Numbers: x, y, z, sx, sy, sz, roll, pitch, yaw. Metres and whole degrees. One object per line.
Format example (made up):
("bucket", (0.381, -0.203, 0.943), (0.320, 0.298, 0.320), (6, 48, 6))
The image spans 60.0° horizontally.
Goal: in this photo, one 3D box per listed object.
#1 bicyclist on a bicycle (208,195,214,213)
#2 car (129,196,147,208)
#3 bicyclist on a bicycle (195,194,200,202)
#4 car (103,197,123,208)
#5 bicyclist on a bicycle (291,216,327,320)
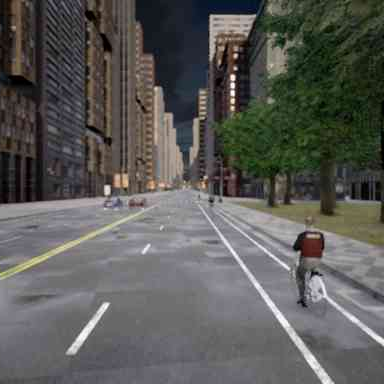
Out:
("bicyclist on a bicycle", (1.897, 1.223, 32.699), (0.659, 1.776, 1.843), (0, 0, -1))
("car", (-7.062, 1.292, 43.724), (1.882, 1.535, 5.008), (0, 0, 0))
("bicyclist on a bicycle", (1.500, 1.208, 68.833), (0.582, 1.620, 1.656), (0, 0, -1))
("car", (-10.311, 1.340, 43.711), (1.812, 1.442, 4.674), (0, 0, 0))
("bicyclist on a bicycle", (2.185, 1.340, 6.385), (0.659, 1.776, 1.843), (0, 0, -1))
